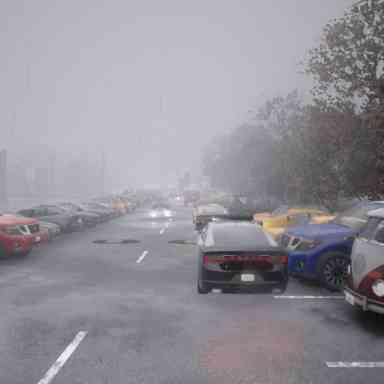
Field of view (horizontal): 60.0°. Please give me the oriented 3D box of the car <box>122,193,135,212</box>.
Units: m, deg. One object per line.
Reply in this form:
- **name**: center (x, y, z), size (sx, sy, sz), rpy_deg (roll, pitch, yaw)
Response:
- **car**: center (-7.947, 1.210, 30.772), size (4.553, 1.767, 2.185), rpy_deg (0, 1, 0)

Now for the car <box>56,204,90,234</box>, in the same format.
- **car**: center (-8.035, 1.507, 16.841), size (4.792, 1.488, 2.163), rpy_deg (0, 0, 0)

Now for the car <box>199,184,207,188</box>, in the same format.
- **car**: center (4.927, -0.525, 88.556), size (5.008, 1.535, 2.097), rpy_deg (0, 3, 0)

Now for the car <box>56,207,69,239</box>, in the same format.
- **car**: center (-8.014, 1.522, 14.055), size (4.674, 1.452, 2.002), rpy_deg (0, 0, 0)

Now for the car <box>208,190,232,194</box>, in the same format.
- **car**: center (5.321, 0.872, 47.522), size (5.366, 1.575, 1.946), rpy_deg (0, 2, 0)

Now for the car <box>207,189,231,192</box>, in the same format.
- **car**: center (5.327, 0.760, 50.315), size (5.366, 1.575, 1.946), rpy_deg (0, 2, 0)

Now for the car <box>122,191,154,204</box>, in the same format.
- **car**: center (-7.979, 1.008, 44.715), size (4.792, 1.488, 2.163), rpy_deg (0, 2, 0)

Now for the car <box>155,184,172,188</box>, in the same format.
- **car**: center (-8.173, -0.646, 91.217), size (4.792, 1.488, 2.163), rpy_deg (0, 3, 0)

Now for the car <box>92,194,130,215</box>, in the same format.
- **car**: center (-7.952, 1.255, 27.992), size (4.553, 1.767, 2.185), rpy_deg (0, 1, 0)

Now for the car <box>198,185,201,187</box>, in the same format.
- **car**: center (0.120, 0.245, 58.685), size (2.097, 1.767, 4.553), rpy_deg (0, 3, 0)

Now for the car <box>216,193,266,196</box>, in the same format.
- **car**: center (5.107, 1.218, 36.373), size (4.892, 1.521, 2.231), rpy_deg (0, 2, 0)

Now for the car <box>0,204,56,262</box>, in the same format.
- **car**: center (-7.989, 1.230, 11.272), size (5.566, 2.045, 2.435), rpy_deg (0, 0, 0)

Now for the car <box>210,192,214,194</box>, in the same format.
- **car**: center (5.120, 1.061, 42.079), size (5.008, 1.535, 2.097), rpy_deg (0, 2, 0)

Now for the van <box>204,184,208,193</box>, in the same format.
- **van**: center (5.037, 0.011, 61.455), size (4.442, 1.987, 1.878), rpy_deg (-1, 3, 0)

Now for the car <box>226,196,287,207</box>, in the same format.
- **car**: center (4.911, 1.374, 28.140), size (5.366, 1.575, 1.946), rpy_deg (0, 1, 0)

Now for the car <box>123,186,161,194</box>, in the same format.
- **car**: center (-7.910, 0.514, 50.268), size (5.566, 2.045, 2.435), rpy_deg (0, 2, 0)

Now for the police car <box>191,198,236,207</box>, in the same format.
- **police car**: center (1.088, 1.414, 18.921), size (1.930, 1.638, 5.238), rpy_deg (0, 0, 0)

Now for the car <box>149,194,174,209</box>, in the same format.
- **car**: center (-3.521, 1.280, 38.711), size (1.895, 1.301, 4.718), rpy_deg (0, 2, 0)

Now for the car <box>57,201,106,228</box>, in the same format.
- **car**: center (-8.006, 1.465, 19.628), size (5.008, 1.535, 2.097), rpy_deg (0, 0, 0)

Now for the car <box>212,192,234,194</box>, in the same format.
- **car**: center (5.114, 1.142, 39.290), size (5.008, 1.535, 2.097), rpy_deg (0, 2, 0)

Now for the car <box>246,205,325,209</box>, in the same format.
- **car**: center (5.063, 1.482, 14.194), size (5.008, 1.535, 2.097), rpy_deg (0, 0, 0)

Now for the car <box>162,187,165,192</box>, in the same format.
- **car**: center (-7.945, 0.268, 61.411), size (4.792, 1.488, 2.163), rpy_deg (0, 3, 0)

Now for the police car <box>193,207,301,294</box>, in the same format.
- **police car**: center (1.068, 1.427, 8.923), size (1.930, 1.638, 5.238), rpy_deg (0, 0, 0)

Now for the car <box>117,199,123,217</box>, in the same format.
- **car**: center (-7.986, 1.457, 25.207), size (4.674, 1.452, 2.002), rpy_deg (0, 0, 0)

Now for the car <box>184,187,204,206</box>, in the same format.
- **car**: center (0.104, 0.706, 45.001), size (2.150, 2.045, 5.566), rpy_deg (0, 2, 1)

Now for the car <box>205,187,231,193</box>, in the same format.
- **car**: center (5.161, 0.407, 58.797), size (4.674, 1.452, 2.002), rpy_deg (0, 3, 0)

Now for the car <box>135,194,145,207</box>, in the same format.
- **car**: center (-7.996, 1.247, 36.349), size (4.792, 1.488, 2.163), rpy_deg (0, 1, 0)

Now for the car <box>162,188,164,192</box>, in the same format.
- **car**: center (-7.892, 0.406, 58.630), size (4.792, 1.488, 2.163), rpy_deg (0, 3, 0)

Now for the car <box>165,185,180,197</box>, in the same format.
- **car**: center (-3.393, 0.050, 62.652), size (2.097, 1.767, 4.553), rpy_deg (0, 3, 0)

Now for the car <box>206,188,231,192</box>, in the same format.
- **car**: center (5.156, 0.545, 56.016), size (4.674, 1.452, 2.002), rpy_deg (0, 3, 0)

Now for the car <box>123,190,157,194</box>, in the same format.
- **car**: center (-7.950, 0.878, 47.491), size (4.892, 1.521, 2.231), rpy_deg (0, 2, 0)

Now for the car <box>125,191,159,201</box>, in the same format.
- **car**: center (-7.938, 0.644, 53.070), size (5.008, 1.535, 2.097), rpy_deg (0, 2, 0)

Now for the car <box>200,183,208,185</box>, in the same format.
- **car**: center (4.967, -0.808, 91.316), size (4.553, 1.767, 2.185), rpy_deg (0, 3, 0)

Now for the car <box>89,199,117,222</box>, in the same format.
- **car**: center (-8.001, 1.445, 22.417), size (5.008, 1.535, 2.097), rpy_deg (0, 1, 0)

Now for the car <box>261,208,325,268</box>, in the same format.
- **car**: center (5.248, 1.479, 11.285), size (5.366, 1.575, 1.946), rpy_deg (0, 0, 0)

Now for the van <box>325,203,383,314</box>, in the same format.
- **van**: center (4.935, 1.255, 5.716), size (4.442, 1.987, 1.878), rpy_deg (0, 0, 0)

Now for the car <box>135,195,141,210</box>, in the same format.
- **car**: center (-7.943, 1.310, 33.562), size (4.792, 1.488, 2.163), rpy_deg (0, 1, 0)

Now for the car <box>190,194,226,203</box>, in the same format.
- **car**: center (1.099, 1.291, 24.777), size (2.097, 1.767, 4.553), rpy_deg (0, 1, 0)
